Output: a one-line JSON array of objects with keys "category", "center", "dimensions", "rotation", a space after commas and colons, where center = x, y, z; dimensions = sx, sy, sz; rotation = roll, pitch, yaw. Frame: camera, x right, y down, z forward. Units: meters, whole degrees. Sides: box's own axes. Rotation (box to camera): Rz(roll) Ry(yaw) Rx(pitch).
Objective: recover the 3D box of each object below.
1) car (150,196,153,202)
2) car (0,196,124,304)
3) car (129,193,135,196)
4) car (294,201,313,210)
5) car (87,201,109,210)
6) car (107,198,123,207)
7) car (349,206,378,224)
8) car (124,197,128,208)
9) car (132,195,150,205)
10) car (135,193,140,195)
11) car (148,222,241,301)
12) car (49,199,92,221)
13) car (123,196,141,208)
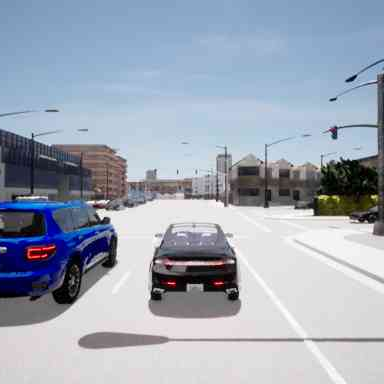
[{"category": "car", "center": [-10.627, 1.691, 81.116], "dimensions": [2.128, 1.511, 4.902], "rotation": [0, 1, 0]}, {"category": "car", "center": [-3.446, 1.237, 8.320], "dimensions": [2.150, 2.045, 5.566], "rotation": [0, 0, 0]}, {"category": "car", "center": [-14.112, 1.636, 71.168], "dimensions": [2.097, 1.767, 4.553], "rotation": [0, 1, 0]}, {"category": "car", "center": [17.691, 2.053, 51.830], "dimensions": [1.994, 1.385, 4.181], "rotation": [-1, -1, 45]}, {"category": "car", "center": [-14.177, 2.007, 50.378], "dimensions": [1.895, 1.301, 4.718], "rotation": [0, -1, 0]}, {"category": "car", "center": [-14.155, 1.900, 61.138], "dimensions": [1.837, 1.490, 4.892], "rotation": [0, 1, 0]}, {"category": "car", "center": [15.061, 1.680, 25.499], "dimensions": [5.357, 1.411, 2.033], "rotation": [0, -1, 0]}, {"category": "car", "center": [-10.670, 1.868, 46.126], "dimensions": [1.837, 1.490, 4.892], "rotation": [0, -1, 0]}, {"category": "car", "center": [-10.608, 1.866, 68.613], "dimensions": [2.033, 1.411, 5.357], "rotation": [0, 1, 0]}, {"category": "car", "center": [-14.129, 1.384, 82.327], "dimensions": [2.150, 2.045, 5.566], "rotation": [0, 1, 0]}, {"category": "car", "center": [0.055, 1.504, 8.365], "dimensions": [2.128, 1.511, 4.902], "rotation": [0, 0, 0]}, {"category": "car", "center": [-10.647, 1.541, 29.571], "dimensions": [2.097, 1.767, 4.553], "rotation": [0, -1, 0]}, {"category": "car", "center": [-10.669, 1.915, 57.877], "dimensions": [1.837, 1.490, 4.892], "rotation": [0, 0, 0]}]
